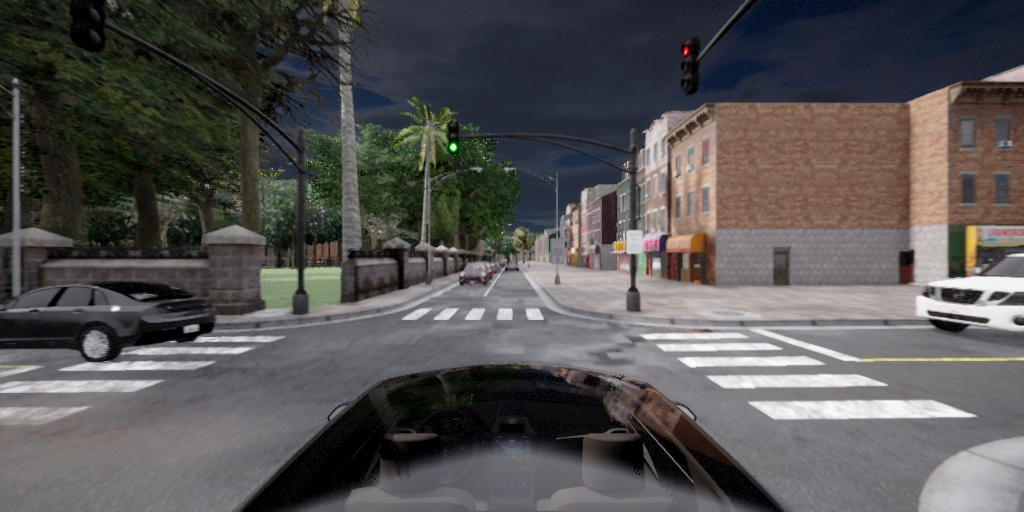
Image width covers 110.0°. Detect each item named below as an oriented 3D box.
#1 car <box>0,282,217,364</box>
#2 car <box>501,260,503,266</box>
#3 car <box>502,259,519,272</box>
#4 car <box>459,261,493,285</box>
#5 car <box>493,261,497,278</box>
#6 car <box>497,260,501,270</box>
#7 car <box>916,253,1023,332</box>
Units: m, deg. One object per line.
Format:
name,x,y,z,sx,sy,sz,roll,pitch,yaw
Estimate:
car,-9.202,1.319,7.859,4.892,1.490,1.837,-1,-2,6
car,-2.640,1.443,54.413,2.007,1.370,4.403,0,0,0
car,-0.001,1.439,50.050,1.994,1.385,4.181,0,0,0
car,-2.639,1.227,25.971,1.967,1.591,4.097,0,0,0
car,-2.638,1.243,31.659,1.967,1.591,4.097,0,0,0
car,-2.639,1.425,43.036,1.802,1.307,4.207,0,0,0
car,12.858,0.879,8.194,5.566,2.045,2.150,0,0,0
